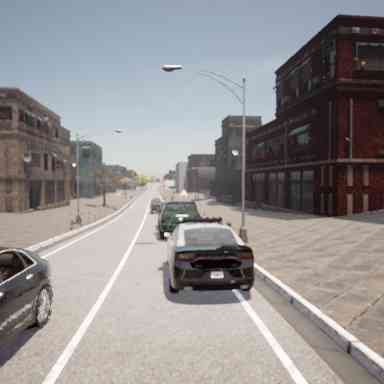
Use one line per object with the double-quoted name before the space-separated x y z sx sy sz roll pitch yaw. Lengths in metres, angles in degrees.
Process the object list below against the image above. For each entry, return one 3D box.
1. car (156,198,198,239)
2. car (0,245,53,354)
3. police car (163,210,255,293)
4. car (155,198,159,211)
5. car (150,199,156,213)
"car" -0.800 1.521 19.216 2.150 2.045 5.566 0 -2 -7
"car" -3.324 1.532 4.205 1.837 1.490 4.892 0 -1 -4
"police car" 0.269 1.505 9.274 1.930 1.638 5.238 0 -1 -5
"car" -1.483 1.693 25.186 2.150 2.045 5.566 0 -2 -7
"car" -4.780 2.128 46.204 1.837 1.490 4.892 0 -1 -6
